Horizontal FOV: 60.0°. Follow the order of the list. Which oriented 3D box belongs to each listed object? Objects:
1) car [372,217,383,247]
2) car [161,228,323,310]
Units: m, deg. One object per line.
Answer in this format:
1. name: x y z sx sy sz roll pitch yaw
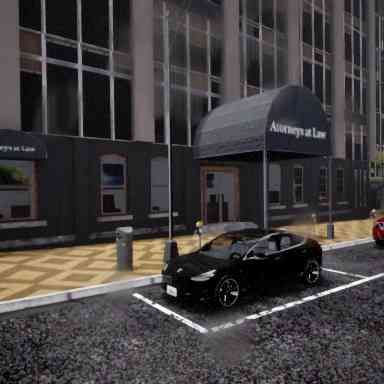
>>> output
1. car: 9.615 1.310 14.030 5.009 1.841 2.192 0 -1 -37
2. car: 1.342 1.564 7.824 4.313 1.339 1.947 0 -1 -37
